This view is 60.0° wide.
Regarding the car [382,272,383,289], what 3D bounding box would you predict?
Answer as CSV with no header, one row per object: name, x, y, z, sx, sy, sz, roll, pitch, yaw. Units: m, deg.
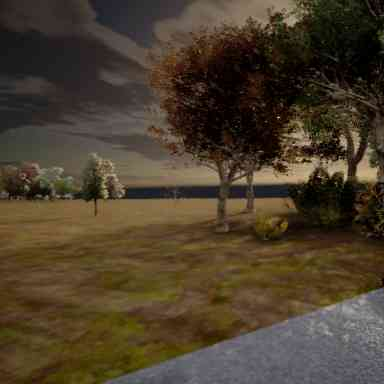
car,5.966,1.442,7.057,4.674,1.442,1.812,-1,1,-33
